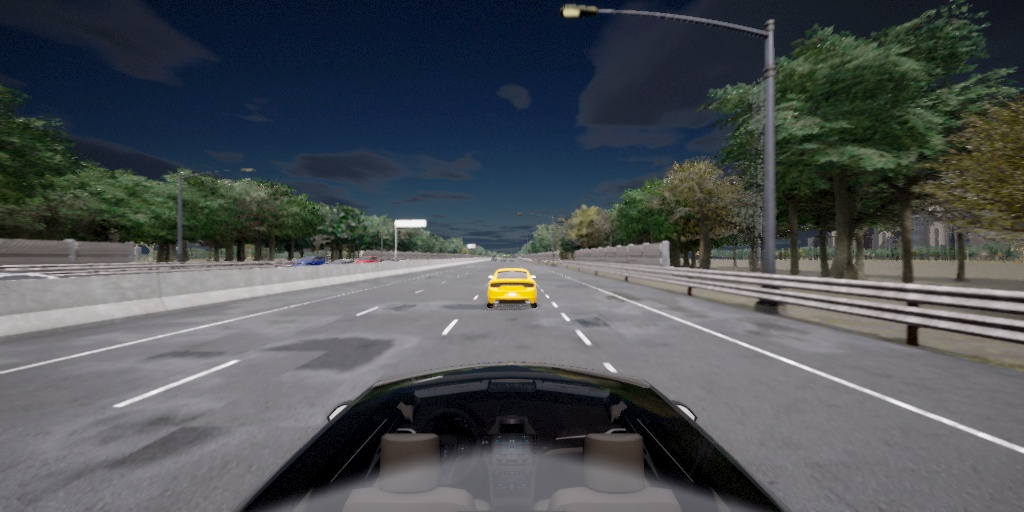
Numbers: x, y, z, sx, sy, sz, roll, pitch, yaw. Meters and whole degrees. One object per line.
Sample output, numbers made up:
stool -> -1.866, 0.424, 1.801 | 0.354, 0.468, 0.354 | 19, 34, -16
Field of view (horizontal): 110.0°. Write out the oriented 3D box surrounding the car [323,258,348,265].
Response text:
car -> -24.535, 1.286, 51.647 | 2.128, 1.511, 4.902 | 0, 0, 1

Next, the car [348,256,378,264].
car -> -21.034, 1.016, 52.009 | 2.150, 2.045, 5.566 | 0, 0, 1

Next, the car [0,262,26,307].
car -> -21.092, 1.109, 12.497 | 2.097, 1.767, 4.553 | 0, 0, 0

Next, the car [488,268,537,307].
car -> 0.006, 1.261, 15.551 | 1.882, 1.535, 5.008 | 0, 0, 0

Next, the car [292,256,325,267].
car -> -28.021, 1.011, 49.915 | 2.150, 2.045, 5.566 | 0, 0, 1

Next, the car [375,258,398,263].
car -> -17.532, 1.342, 52.086 | 2.033, 1.411, 5.357 | 0, 0, 1

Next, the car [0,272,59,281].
car -> -17.595, 1.282, 12.093 | 1.812, 1.442, 4.674 | 0, 0, 0
